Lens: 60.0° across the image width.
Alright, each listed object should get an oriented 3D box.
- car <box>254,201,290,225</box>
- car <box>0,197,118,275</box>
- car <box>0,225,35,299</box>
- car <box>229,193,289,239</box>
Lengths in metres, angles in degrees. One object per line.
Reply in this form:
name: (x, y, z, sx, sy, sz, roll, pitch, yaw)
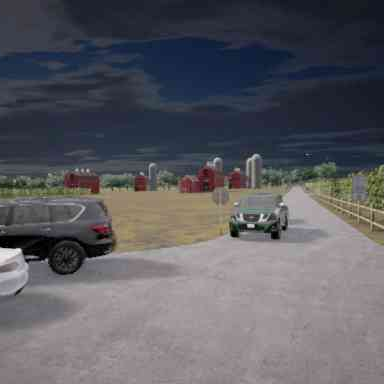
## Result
car: (5.600, 1.350, 22.819, 1.994, 1.385, 4.181, 0, 0, 19)
car: (-5.012, 1.221, 9.637, 5.566, 2.045, 2.150, -1, 2, -8)
car: (-5.623, 1.616, 6.129, 4.674, 1.442, 1.812, -2, 1, -21)
car: (3.504, 1.069, 16.804, 2.150, 2.045, 5.566, 0, 0, 21)
